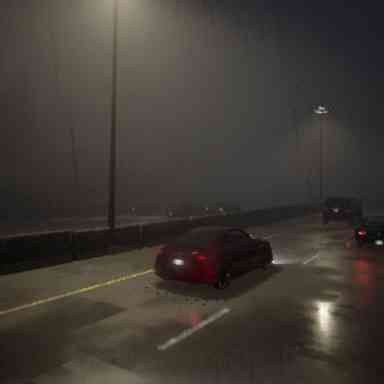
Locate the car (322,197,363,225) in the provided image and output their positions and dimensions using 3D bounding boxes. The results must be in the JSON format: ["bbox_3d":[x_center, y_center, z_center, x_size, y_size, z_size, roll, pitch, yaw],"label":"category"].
[{"bbox_3d":[11.713,1.415,25.759,2.150,2.045,5.566,0,0,34],"label":"car"}]

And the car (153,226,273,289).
[{"bbox_3d":[0.794,1.678,9.686,1.994,1.385,4.181,0,-1,34],"label":"car"}]

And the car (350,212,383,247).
[{"bbox_3d":[8.801,1.745,15.240,1.895,1.301,4.718,0,0,34],"label":"car"}]

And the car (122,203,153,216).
[{"bbox_3d":[-5.667,1.943,37.875,1.895,1.301,4.718,0,0,34],"label":"car"}]

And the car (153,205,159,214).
[{"bbox_3d":[-1.836,1.920,37.277,1.895,1.301,4.718,0,0,34],"label":"car"}]

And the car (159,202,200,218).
[{"bbox_3d":[-0.630,1.783,32.837,2.128,1.511,4.902,0,0,34],"label":"car"}]

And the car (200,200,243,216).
[{"bbox_3d":[3.108,1.621,32.107,2.097,1.767,4.553,0,0,34],"label":"car"}]
